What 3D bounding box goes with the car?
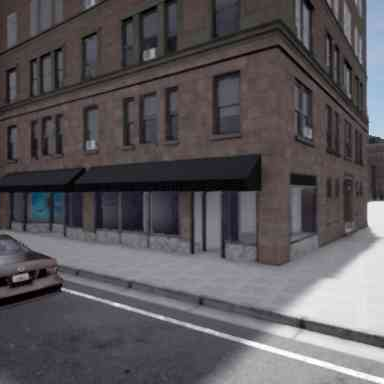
[{"bbox_3d":[-5.041,1.547,7.279,5.357,1.411,2.033,0,0,35],"label":"car"}]
